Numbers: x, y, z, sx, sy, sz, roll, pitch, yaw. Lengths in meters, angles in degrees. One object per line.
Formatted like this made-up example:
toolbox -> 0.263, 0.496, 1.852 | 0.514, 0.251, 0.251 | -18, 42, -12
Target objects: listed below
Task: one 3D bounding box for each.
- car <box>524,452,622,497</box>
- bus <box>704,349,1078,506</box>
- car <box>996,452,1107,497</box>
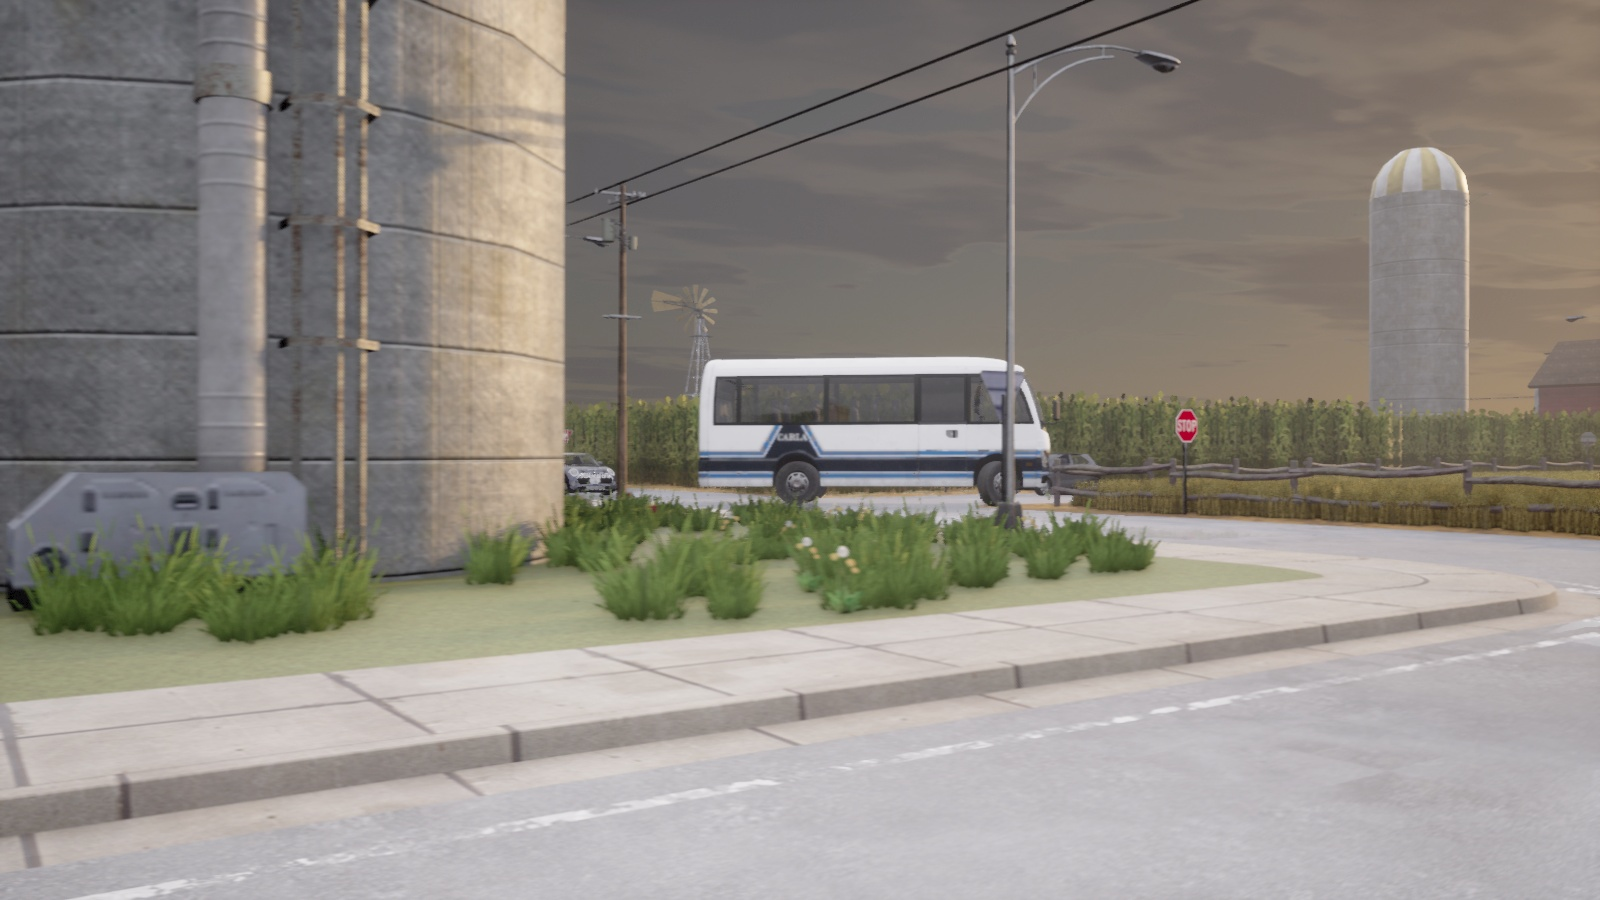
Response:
car -> -7.920, 0.829, 43.618 | 1.970, 1.475, 3.806 | 0, 0, -34
bus -> 2.668, -0.563, 36.602 | 10.273, 4.253, 3.944 | 0, 0, 7
car -> 8.946, 0.840, 44.613 | 3.633, 1.501, 1.845 | 0, 0, -34
